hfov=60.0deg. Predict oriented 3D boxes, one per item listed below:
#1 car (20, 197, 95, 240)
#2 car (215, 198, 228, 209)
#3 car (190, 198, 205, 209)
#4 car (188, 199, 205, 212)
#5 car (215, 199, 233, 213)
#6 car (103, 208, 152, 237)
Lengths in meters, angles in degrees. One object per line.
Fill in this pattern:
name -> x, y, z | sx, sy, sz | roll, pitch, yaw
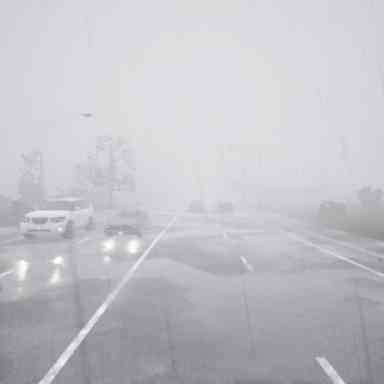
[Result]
car -> -6.987, 1.317, 18.023 | 2.150, 2.045, 5.566 | 0, -1, 1
car -> 4.451, 1.741, 51.203 | 1.882, 1.535, 5.008 | 0, 0, 3
car -> 0.955, 1.757, 51.385 | 2.128, 1.511, 4.902 | 0, 0, 3
car -> 0.494, 1.777, 41.274 | 1.994, 1.385, 4.181 | 0, 0, 2
car -> 3.979, 1.688, 40.769 | 1.882, 1.535, 5.008 | 0, 0, 2
car -> -3.471, 1.646, 18.968 | 2.033, 1.411, 5.357 | 0, 0, 1
